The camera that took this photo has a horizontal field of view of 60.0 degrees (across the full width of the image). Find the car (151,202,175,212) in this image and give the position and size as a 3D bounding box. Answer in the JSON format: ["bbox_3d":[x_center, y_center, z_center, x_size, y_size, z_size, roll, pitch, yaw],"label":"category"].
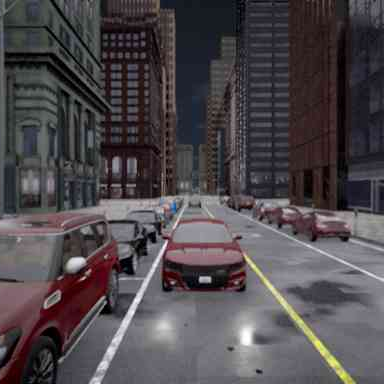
[{"bbox_3d":[-2.401,1.556,21.738,2.008,1.369,4.403,0,0,0],"label":"car"}]

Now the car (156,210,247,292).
[{"bbox_3d":[0.262,1.479,9.143,1.882,1.535,5.008,0,0,0],"label":"car"}]

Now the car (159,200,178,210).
[{"bbox_3d":[-2.400,1.589,27.375,1.802,1.307,4.206,0,0,0],"label":"car"}]

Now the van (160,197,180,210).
[{"bbox_3d":[-2.400,1.352,33.012,1.690,1.788,3.998,0,0,0],"label":"van"}]

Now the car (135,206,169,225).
[{"bbox_3d":[-2.402,1.569,16.102,1.947,1.339,4.313,0,0,0],"label":"car"}]

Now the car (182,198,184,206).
[{"bbox_3d":[-2.396,1.603,44.285,1.802,1.307,4.206,0,0,0],"label":"car"}]

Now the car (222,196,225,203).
[{"bbox_3d":[6.130,1.593,49.922,1.947,1.339,4.313,0,0,0],"label":"car"}]

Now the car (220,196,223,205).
[{"bbox_3d":[6.132,1.481,61.194,1.967,1.590,4.097,0,0,0],"label":"car"}]

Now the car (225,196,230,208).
[{"bbox_3d":[6.127,1.336,44.286,2.192,1.841,5.009,0,0,0],"label":"car"}]

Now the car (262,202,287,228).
[{"bbox_3d":[6.124,1.587,21.742,1.802,1.307,4.206,0,0,0],"label":"car"}]

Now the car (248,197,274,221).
[{"bbox_3d":[6.124,1.448,27.378,1.967,1.590,4.097,0,0,0],"label":"car"}]

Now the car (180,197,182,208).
[{"bbox_3d":[-2.398,1.541,38.478,1.752,1.417,4.829,0,0,0],"label":"car"}]

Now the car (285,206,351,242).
[{"bbox_3d":[6.123,1.585,16.105,1.802,1.307,4.206,0,0,0],"label":"car"}]

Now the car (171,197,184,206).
[{"bbox_3d":[-2.394,1.600,55.558,1.947,1.339,4.313,0,0,0],"label":"car"}]

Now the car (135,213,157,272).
[{"bbox_3d":[-2.404,1.567,10.465,1.947,1.339,4.313,0,0,0],"label":"car"}]

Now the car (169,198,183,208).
[{"bbox_3d":[-2.395,1.593,49.921,1.947,1.339,4.313,0,0,0],"label":"car"}]

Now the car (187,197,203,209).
[{"bbox_3d":[0.370,1.526,45.296,1.837,1.490,4.892,0,0,0],"label":"car"}]

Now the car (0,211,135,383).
[{"bbox_3d":[-2.406,1.316,4.829,2.192,1.841,5.009,0,0,0],"label":"car"}]

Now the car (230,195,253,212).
[{"bbox_3d":[6.126,1.331,38.649,2.192,1.841,5.009,0,0,0],"label":"car"}]

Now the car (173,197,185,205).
[{"bbox_3d":[-2.393,1.591,61.195,2.008,1.369,4.403,0,0,0],"label":"car"}]
